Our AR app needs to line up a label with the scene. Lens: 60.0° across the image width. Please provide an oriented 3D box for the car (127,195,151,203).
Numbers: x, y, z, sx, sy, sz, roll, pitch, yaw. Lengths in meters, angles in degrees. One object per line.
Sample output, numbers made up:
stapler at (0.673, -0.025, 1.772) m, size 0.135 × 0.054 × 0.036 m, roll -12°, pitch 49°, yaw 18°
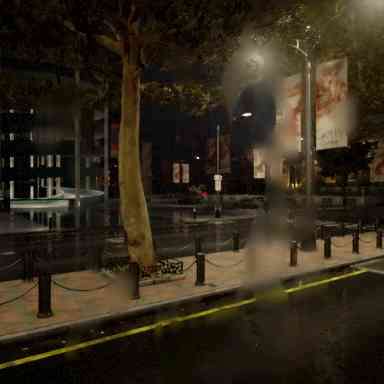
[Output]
car at (-11.834, 1.523, 74.197) m, size 4.902 × 1.511 × 2.128 m, roll 0°, pitch 0°, yaw 30°

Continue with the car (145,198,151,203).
car at (-11.067, 1.540, 69.618) m, size 5.357 × 1.411 × 2.033 m, roll 0°, pitch 0°, yaw 34°

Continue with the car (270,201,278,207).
car at (10.145, 1.547, 49.157) m, size 2.033 × 1.411 × 5.357 m, roll 0°, pitch 0°, yaw -35°

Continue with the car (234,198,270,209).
car at (8.019, 1.600, 46.088) m, size 1.895 × 1.301 × 4.718 m, roll 0°, pitch 0°, yaw -35°

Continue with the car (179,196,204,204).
car at (-0.157, 1.547, 63.608) m, size 2.033 × 1.411 × 5.357 m, roll 0°, pitch 0°, yaw -37°

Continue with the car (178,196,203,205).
car at (-0.297, 1.547, 57.889) m, size 2.033 × 1.411 × 5.357 m, roll 0°, pitch 0°, yaw -35°
